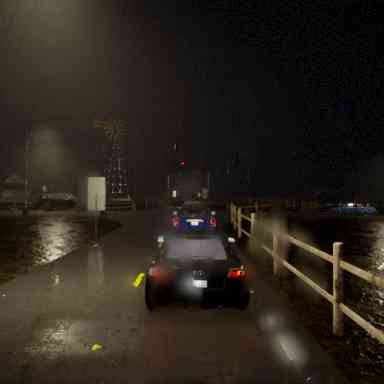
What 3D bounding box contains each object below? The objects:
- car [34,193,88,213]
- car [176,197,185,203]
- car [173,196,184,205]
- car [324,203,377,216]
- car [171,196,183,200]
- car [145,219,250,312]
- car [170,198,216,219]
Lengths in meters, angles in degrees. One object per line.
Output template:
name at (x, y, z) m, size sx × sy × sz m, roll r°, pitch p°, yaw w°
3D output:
car at (-13.281, 1.101, 34.481) m, size 5.566 × 2.045 × 2.150 m, roll 1°, pitch -1°, yaw -6°
car at (-2.655, 1.943, 78.638) m, size 1.895 × 1.301 × 4.718 m, roll 0°, pitch 0°, yaw 0°
car at (-2.679, 1.621, 68.385) m, size 2.097 × 1.767 × 4.553 m, roll 0°, pitch 0°, yaw 0°
car at (17.892, 1.948, 37.724) m, size 5.357 × 1.411 × 2.033 m, roll 1°, pitch -2°, yaw 0°
car at (-2.757, 1.673, 57.167) m, size 1.882 × 1.535 × 5.008 m, roll 0°, pitch 0°, yaw 0°
car at (0.106, 1.573, 7.804) m, size 1.994 × 1.385 × 4.181 m, roll 0°, pitch 0°, yaw 0°
car at (0.115, 1.379, 16.446) m, size 2.097 × 1.767 × 4.553 m, roll 0°, pitch 0°, yaw 0°
